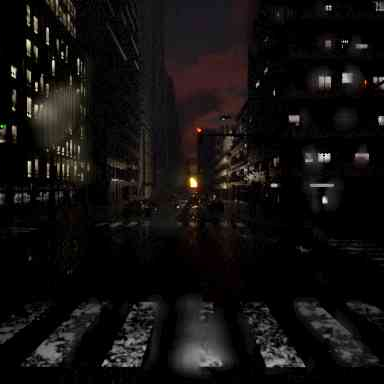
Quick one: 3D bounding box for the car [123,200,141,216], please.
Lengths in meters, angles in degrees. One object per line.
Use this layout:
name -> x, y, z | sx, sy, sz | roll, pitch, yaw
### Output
car -> -5.642, 1.516, 32.814 | 1.752, 1.417, 4.829 | -1, 0, 0

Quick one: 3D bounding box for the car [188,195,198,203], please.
car -> 0.193, 1.488, 70.928 | 2.128, 1.511, 4.902 | 0, 0, 0

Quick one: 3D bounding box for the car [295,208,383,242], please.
car -> 7.609, 1.512, 16.113 | 5.008, 1.535, 1.882 | 1, 1, 9

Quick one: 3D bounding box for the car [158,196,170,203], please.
car -> -5.576, 1.528, 66.911 | 1.887, 1.381, 4.507 | -1, 0, 0

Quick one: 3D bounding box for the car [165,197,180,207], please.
car -> -2.990, 1.534, 52.138 | 2.033, 1.411, 5.357 | 0, 0, 0

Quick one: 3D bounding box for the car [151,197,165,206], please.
car -> -5.598, 1.530, 55.602 | 1.887, 1.381, 4.507 | -1, 0, 0

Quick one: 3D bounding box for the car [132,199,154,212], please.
car -> -5.631, 1.555, 38.639 | 1.947, 1.339, 4.313 | -1, 0, 0

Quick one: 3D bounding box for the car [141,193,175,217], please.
car -> -3.045, 1.212, 31.115 | 2.150, 2.045, 5.566 | 0, 0, 0

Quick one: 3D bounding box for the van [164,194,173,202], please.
van -> -5.558, 1.322, 78.221 | 1.690, 1.788, 3.998 | -1, 0, 0

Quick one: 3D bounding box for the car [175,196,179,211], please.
car -> -3.016, 1.210, 41.594 | 2.150, 2.045, 5.566 | 0, 0, 0

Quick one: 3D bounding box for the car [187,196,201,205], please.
car -> 0.213, 1.462, 59.451 | 1.882, 1.535, 5.008 | 0, 0, 0

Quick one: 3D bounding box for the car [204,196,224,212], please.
car -> 2.749, 1.540, 38.623 | 2.008, 1.369, 4.403 | -1, 0, 0

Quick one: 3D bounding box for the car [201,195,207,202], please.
car -> 2.813, 1.422, 72.551 | 1.967, 1.590, 4.097 | -1, 0, 0
